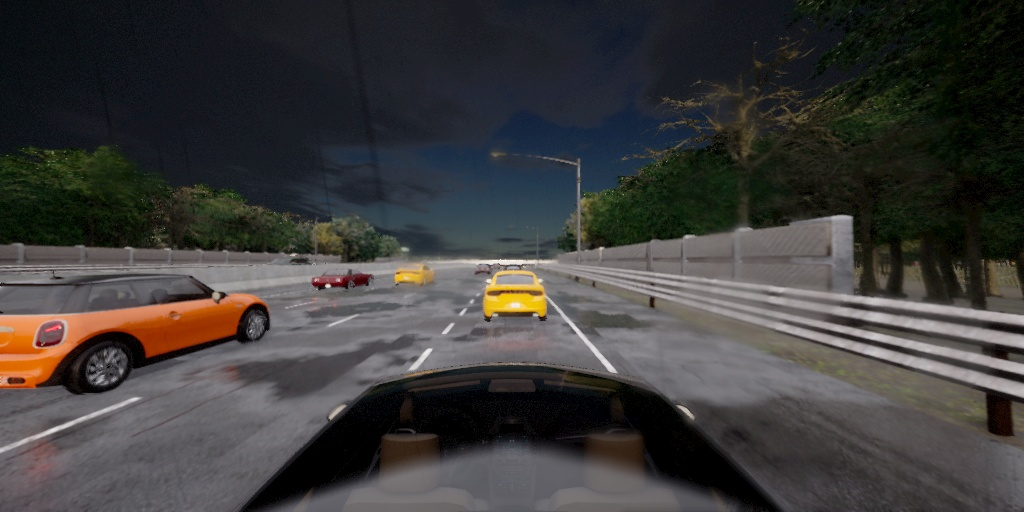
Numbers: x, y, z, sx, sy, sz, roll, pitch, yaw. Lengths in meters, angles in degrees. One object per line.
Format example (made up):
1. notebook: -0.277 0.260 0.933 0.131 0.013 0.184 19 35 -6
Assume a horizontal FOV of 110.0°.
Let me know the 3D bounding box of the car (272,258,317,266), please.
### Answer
1. car: -21.091 1.149 33.598 2.150 2.045 5.566 0 -1 0

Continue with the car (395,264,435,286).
1. car: -6.898 1.322 25.962 1.882 1.535 5.008 0 -1 0

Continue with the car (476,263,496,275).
1. car: -3.498 1.646 45.419 2.033 1.411 5.357 0 -1 0

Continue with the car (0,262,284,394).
1. car: -6.899 1.102 6.817 2.097 1.767 4.553 0 0 0

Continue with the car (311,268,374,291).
1. car: -10.399 1.417 22.497 1.895 1.301 4.718 0 0 0

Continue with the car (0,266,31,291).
1. car: -31.597 1.346 20.126 2.033 1.411 5.357 0 0 0

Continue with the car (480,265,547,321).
1. car: 0.100 1.240 12.562 1.882 1.535 5.008 0 0 0
